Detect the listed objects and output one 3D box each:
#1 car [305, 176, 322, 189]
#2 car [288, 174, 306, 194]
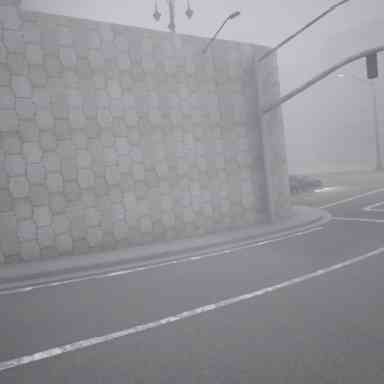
[{"bbox_3d":[9.635,-0.903,30.404,1.994,1.385,4.181,-10,6,-34],"label":"car"},{"bbox_3d":[6.813,-0.600,28.342,2.097,1.767,4.553,-10,6,-35],"label":"car"}]
